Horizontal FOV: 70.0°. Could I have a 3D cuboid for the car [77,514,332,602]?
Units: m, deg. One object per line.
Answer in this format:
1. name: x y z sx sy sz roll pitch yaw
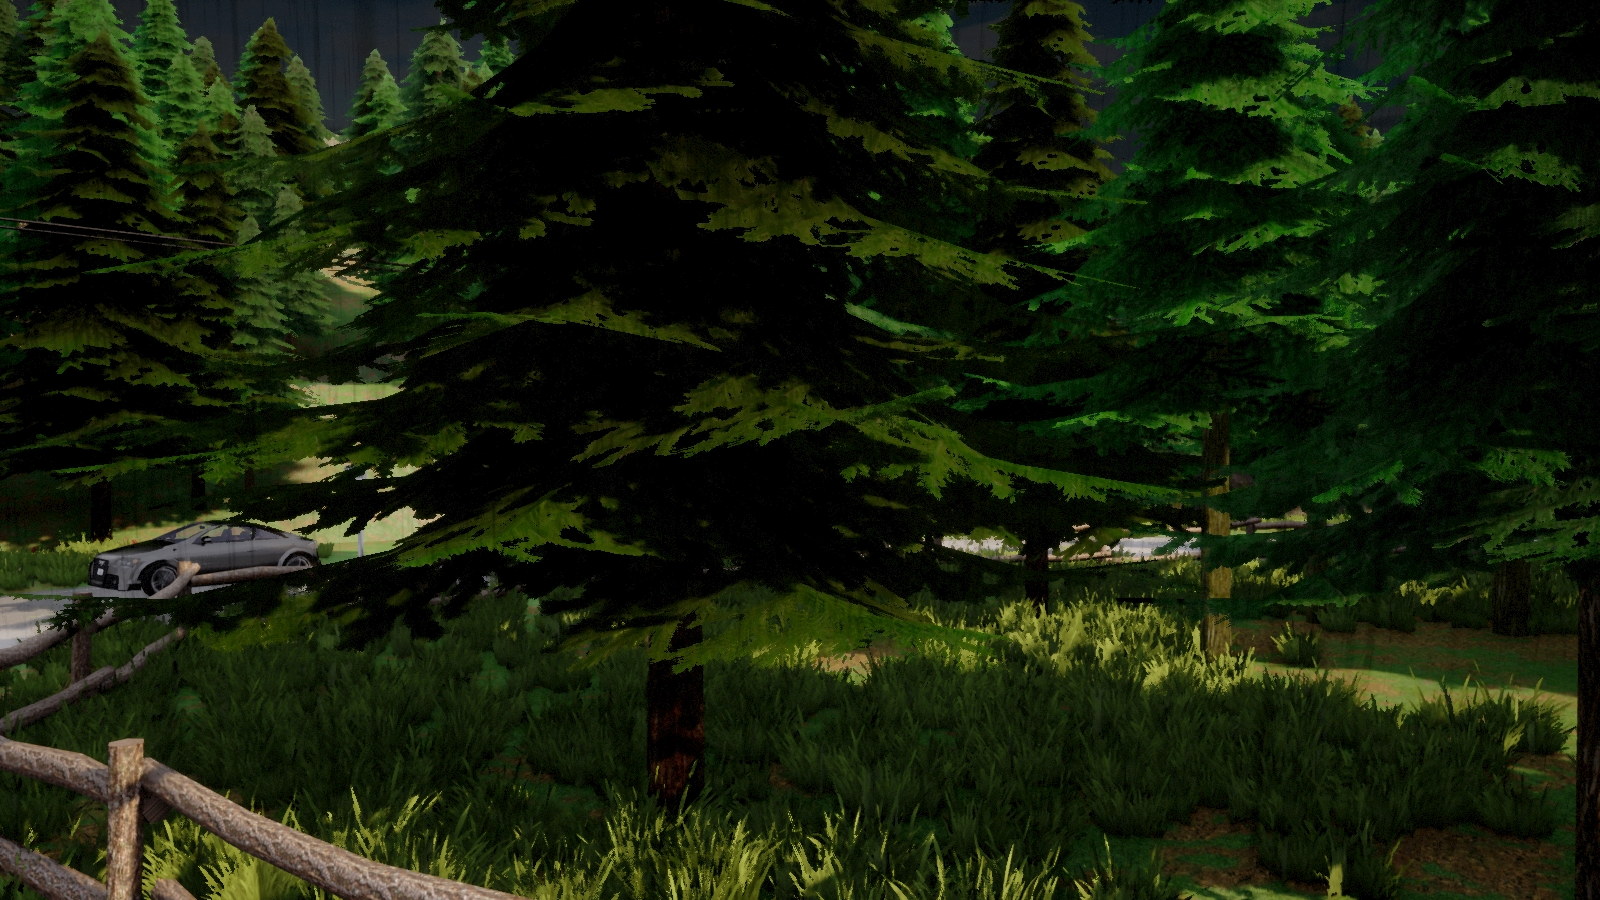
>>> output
1. car: -12.055 2.119 23.321 1.994 1.385 4.181 0 0 41
